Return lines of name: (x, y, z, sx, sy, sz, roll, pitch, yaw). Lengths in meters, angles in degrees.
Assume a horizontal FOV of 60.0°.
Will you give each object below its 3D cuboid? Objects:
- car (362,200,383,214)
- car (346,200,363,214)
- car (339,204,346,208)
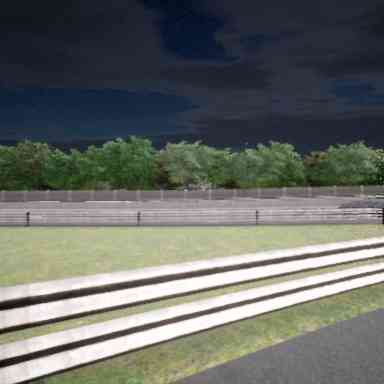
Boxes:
car: (19.736, 1.680, 32.245, 4.892, 1.490, 1.837, -2, 0, 5)
car: (20.049, 1.704, 35.731, 5.357, 1.411, 2.033, -2, 0, 5)
car: (20.361, 1.668, 39.217, 5.357, 1.411, 2.033, -2, 0, 5)
